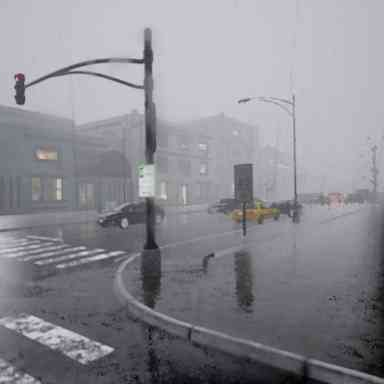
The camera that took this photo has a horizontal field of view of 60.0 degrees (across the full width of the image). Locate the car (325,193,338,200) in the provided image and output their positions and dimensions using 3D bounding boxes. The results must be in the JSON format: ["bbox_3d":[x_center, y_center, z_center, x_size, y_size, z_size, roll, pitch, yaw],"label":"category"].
[{"bbox_3d":[29.973,0.943,71.429,1.802,1.307,4.206,-1,0,36],"label":"car"}]

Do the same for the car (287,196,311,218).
[{"bbox_3d":[7.486,1.221,26.214,2.008,1.369,4.403,-1,0,36],"label":"car"}]

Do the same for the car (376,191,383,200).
[{"bbox_3d":[33.496,0.574,62.025,2.192,1.841,5.009,-1,0,36],"label":"car"}]

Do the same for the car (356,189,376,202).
[{"bbox_3d":[26.888,0.580,52.238,2.150,2.045,5.566,-1,0,36],"label":"car"}]

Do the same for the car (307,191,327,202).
[{"bbox_3d":[23.467,0.777,62.476,2.192,1.841,5.009,-1,0,36],"label":"car"}]

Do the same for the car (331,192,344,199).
[{"bbox_3d":[33.224,0.751,75.905,1.967,1.590,4.097,-1,0,36],"label":"car"}]

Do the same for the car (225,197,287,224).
[{"bbox_3d":[4.334,1.246,21.875,1.752,1.417,4.829,-1,0,36],"label":"car"}]

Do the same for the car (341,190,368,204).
[{"bbox_3d":[22.793,0.928,46.526,1.837,1.490,4.892,-1,0,36],"label":"car"}]

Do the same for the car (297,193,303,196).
[{"bbox_3d":[15.636,0.922,47.156,2.097,1.767,4.553,-1,0,36],"label":"car"}]

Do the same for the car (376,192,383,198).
[{"bbox_3d":[43.080,0.656,75.203,1.887,1.381,4.507,-1,0,36],"label":"car"}]

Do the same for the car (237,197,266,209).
[{"bbox_3d":[7.212,1.301,40.093,1.802,1.307,4.206,-1,0,36],"label":"car"}]

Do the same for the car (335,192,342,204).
[{"bbox_3d":[21.862,0.808,50.601,2.097,1.767,4.553,-1,0,36],"label":"car"}]

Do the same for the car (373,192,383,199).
[{"bbox_3d":[40.002,0.725,70.979,1.947,1.339,4.313,-1,0,36],"label":"car"}]

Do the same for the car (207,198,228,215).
[{"bbox_3d":[3.225,1.295,30.187,1.812,1.442,4.674,-1,0,36],"label":"car"}]

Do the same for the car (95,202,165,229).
[{"bbox_3d":[-3.702,1.385,20.676,1.837,1.490,4.892,-1,0,36],"label":"car"}]

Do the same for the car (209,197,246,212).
[{"bbox_3d":[3.860,1.298,35.479,1.752,1.417,4.829,-1,0,36],"label":"car"}]

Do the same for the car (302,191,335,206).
[{"bbox_3d":[16.528,1.032,43.167,2.128,1.511,4.902,-1,0,37],"label":"car"}]
